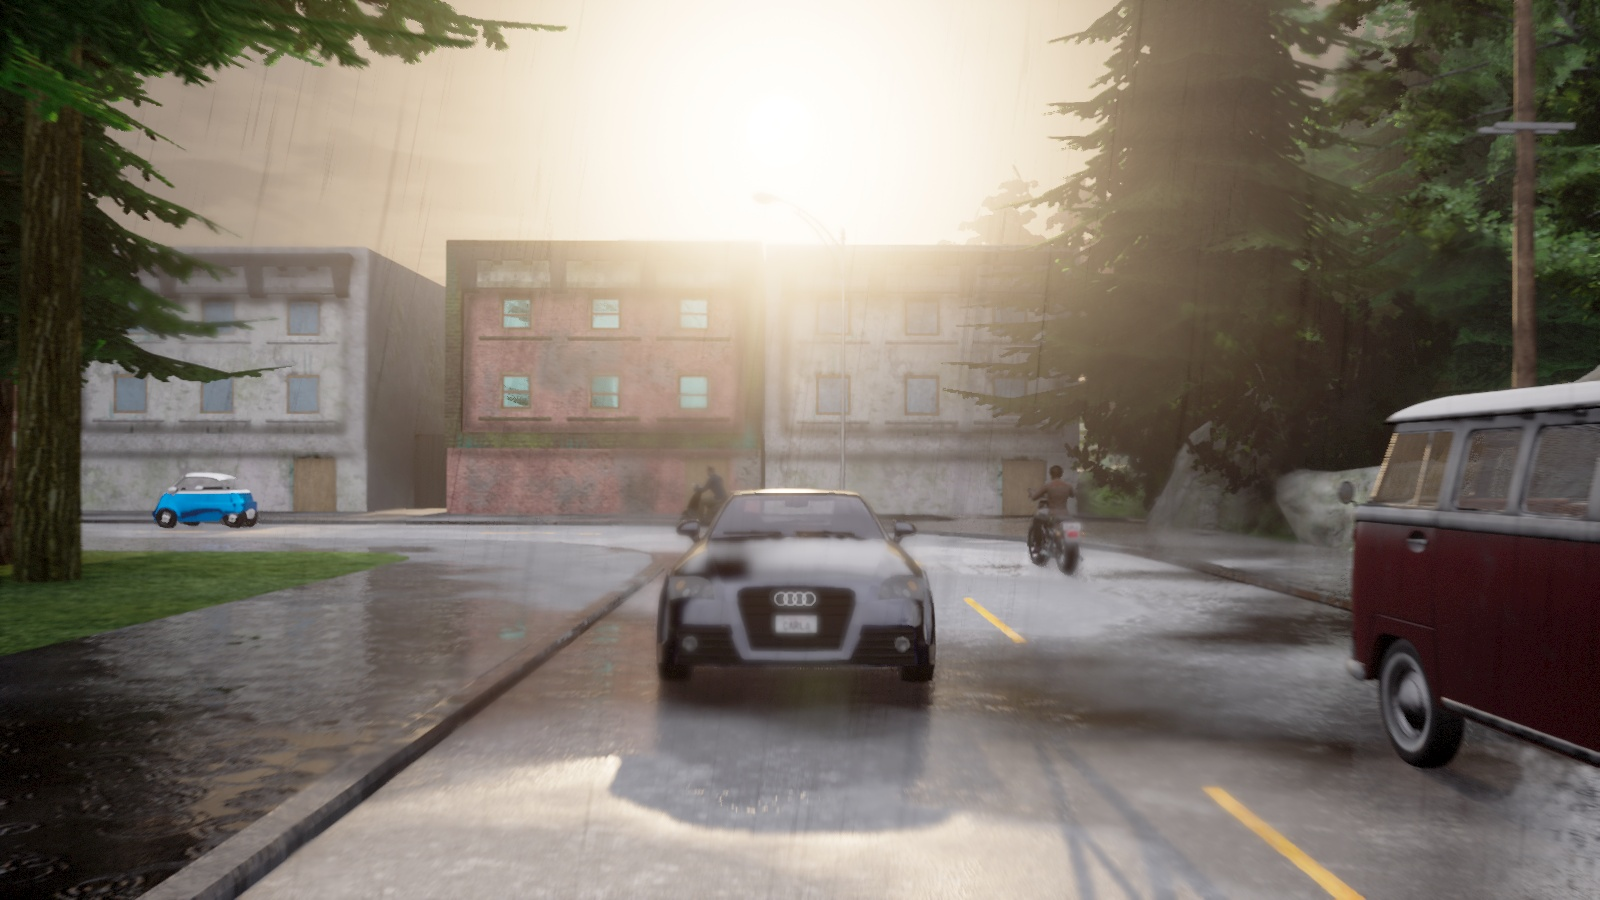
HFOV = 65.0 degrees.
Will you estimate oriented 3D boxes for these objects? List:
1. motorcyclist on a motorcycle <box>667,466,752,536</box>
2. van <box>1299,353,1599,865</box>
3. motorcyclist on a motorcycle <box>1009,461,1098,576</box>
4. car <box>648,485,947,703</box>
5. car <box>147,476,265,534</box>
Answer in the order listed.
[{"bbox_3d":[-2.144,1.178,29.613,1.817,1.590,0.866,-1,1,33],"label":"motorcyclist on a motorcycle"},{"bbox_3d":[3.985,0.622,5.540,1.775,1.987,4.442,0,-1,0],"label":"van"},{"bbox_3d":[3.860,1.009,19.325,0.766,1.649,2.350,-1,-1,-3],"label":"motorcyclist on a motorcycle"},{"bbox_3d":[-0.021,1.017,10.477,1.994,1.385,4.181,0,-1,0],"label":"car"},{"bbox_3d":[-14.749,1.350,31.247,2.207,1.376,1.481,0,-1,1],"label":"car"}]
